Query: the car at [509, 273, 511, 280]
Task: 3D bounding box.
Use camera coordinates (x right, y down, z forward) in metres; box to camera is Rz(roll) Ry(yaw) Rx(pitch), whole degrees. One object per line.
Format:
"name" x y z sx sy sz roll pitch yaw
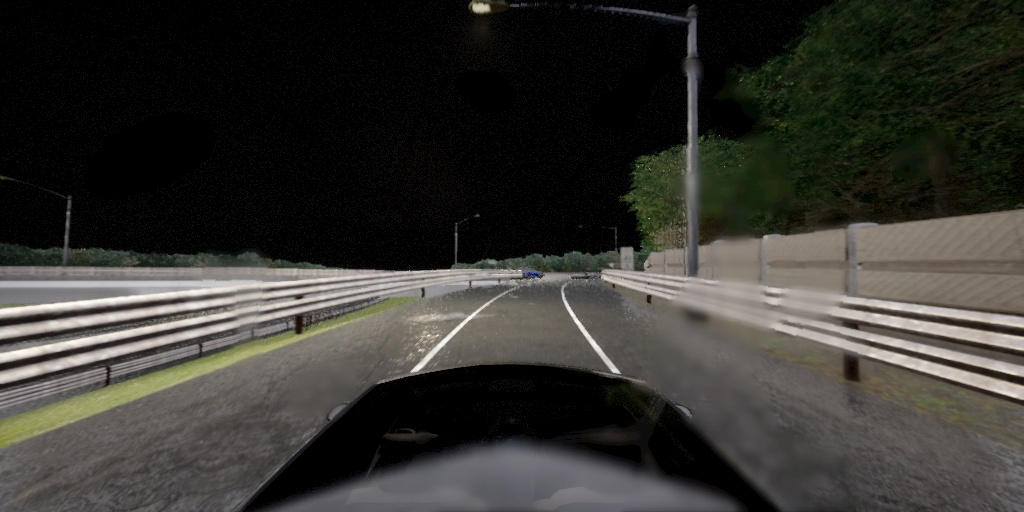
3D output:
"car" 1.418 3.592 64.427 4.181 1.385 1.994 3 -4 -44

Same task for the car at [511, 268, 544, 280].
"car" 2.992 3.055 61.074 5.566 2.045 2.150 3 -4 -43
